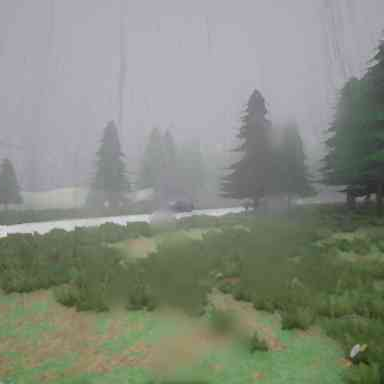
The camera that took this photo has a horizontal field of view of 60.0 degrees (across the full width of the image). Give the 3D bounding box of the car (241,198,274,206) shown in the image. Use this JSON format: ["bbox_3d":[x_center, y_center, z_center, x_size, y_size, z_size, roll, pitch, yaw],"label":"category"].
[{"bbox_3d":[8.899,1.448,45.232,2.097,1.767,4.553,0,0,35],"label":"car"}]

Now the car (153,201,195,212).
[{"bbox_3d":[-1.797,1.635,35.767,2.033,1.411,5.357,0,0,35],"label":"car"}]

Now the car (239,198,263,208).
[{"bbox_3d":[9.120,1.681,51.219,1.994,1.385,4.181,0,0,35],"label":"car"}]

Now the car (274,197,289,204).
[{"bbox_3d":[14.607,1.588,53.484,2.128,1.511,4.902,0,0,35],"label":"car"}]
